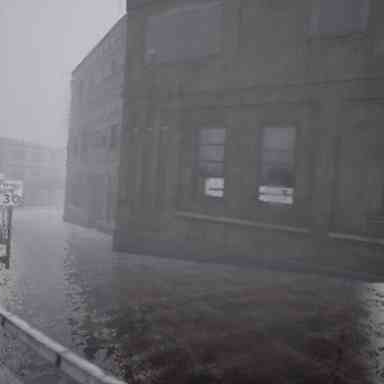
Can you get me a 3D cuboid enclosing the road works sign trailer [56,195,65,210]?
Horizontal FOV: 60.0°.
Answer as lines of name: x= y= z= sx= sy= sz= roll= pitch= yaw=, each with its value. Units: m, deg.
road works sign trailer: x=-19.808 y=1.676 z=53.038 sx=3.560 sy=2.880 sz=2.380 roll=4 pitch=-1 yaw=45
